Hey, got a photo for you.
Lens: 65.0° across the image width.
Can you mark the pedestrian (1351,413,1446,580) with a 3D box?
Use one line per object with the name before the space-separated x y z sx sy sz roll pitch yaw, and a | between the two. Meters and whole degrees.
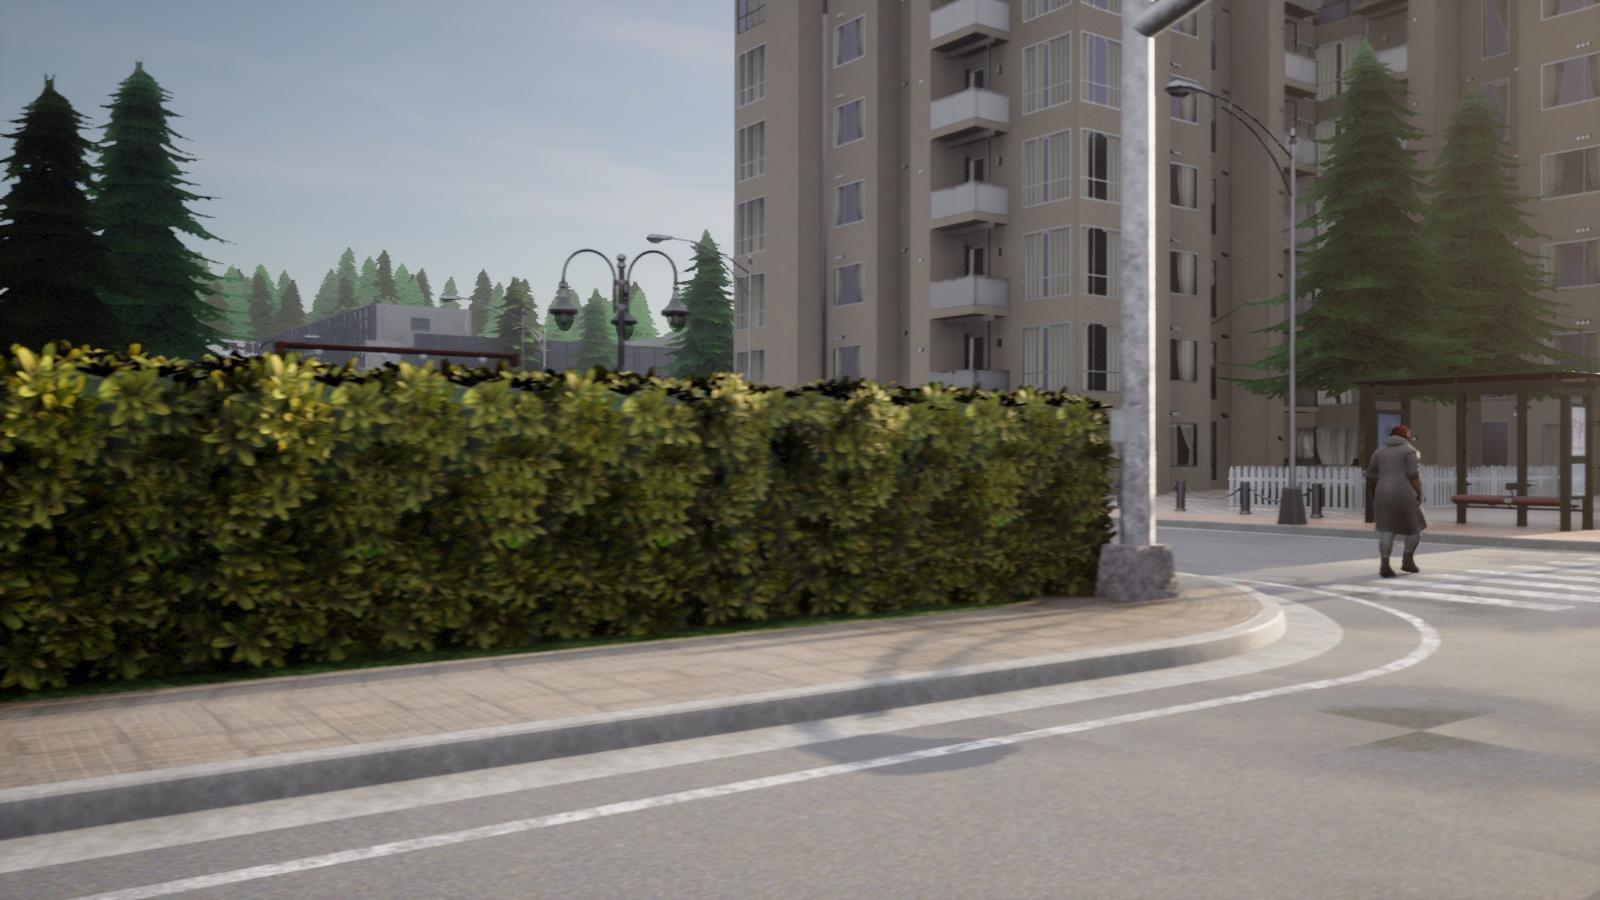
pedestrian | 7.225 0.547 15.158 0.873 1.952 0.659 0 0 -32
